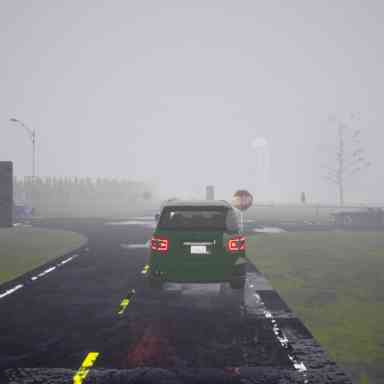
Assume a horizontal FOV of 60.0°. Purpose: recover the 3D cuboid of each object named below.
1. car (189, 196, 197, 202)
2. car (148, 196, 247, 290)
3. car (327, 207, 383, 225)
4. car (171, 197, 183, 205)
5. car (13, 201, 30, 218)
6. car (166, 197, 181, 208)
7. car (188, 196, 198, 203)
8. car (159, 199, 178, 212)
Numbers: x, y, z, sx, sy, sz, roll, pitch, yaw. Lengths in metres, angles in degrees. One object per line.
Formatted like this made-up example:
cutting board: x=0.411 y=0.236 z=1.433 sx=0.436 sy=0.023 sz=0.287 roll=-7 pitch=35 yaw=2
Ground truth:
car: x=0.205 y=1.618 z=80.595 sx=1.812 sy=1.442 sz=4.674 roll=0 pitch=0 yaw=0
car: x=0.110 y=1.222 z=9.200 sx=2.150 sy=2.045 sz=5.566 roll=0 pitch=0 yaw=0
car: x=12.952 y=1.794 z=25.358 sx=4.718 sy=1.301 sz=1.895 roll=1 pitch=1 yaw=0
car: x=-2.668 y=1.599 z=59.955 sx=2.033 sy=1.411 sz=5.357 roll=0 pitch=0 yaw=0
car: x=-15.034 y=1.269 z=25.330 sx=5.008 sy=1.535 sz=1.882 roll=1 pitch=1 yaw=0
car: x=-2.713 y=1.560 z=49.457 sx=1.812 sy=1.442 sz=4.674 roll=0 pitch=0 yaw=1
car: x=0.282 y=1.618 z=70.145 sx=2.033 sy=1.411 sz=5.357 roll=0 pitch=0 yaw=0
car: x=-2.733 y=1.586 z=39.487 sx=1.994 sy=1.385 sz=4.181 roll=0 pitch=0 yaw=0
